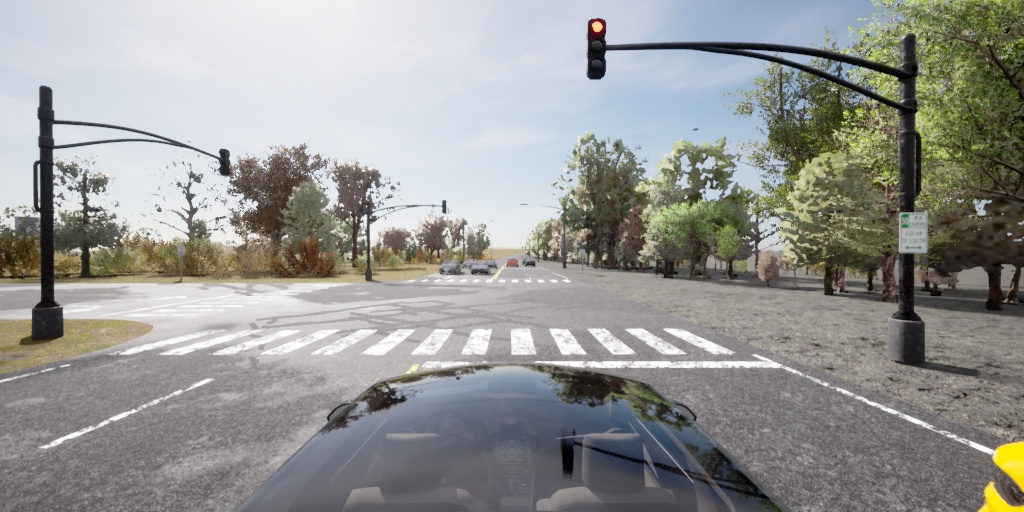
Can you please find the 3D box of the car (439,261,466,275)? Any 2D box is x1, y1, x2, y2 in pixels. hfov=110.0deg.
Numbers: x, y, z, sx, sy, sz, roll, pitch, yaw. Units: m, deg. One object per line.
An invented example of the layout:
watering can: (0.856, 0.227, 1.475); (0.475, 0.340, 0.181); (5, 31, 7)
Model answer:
car: (-6.584, 1.240, 38.561); (2.128, 1.511, 4.902); (0, 0, 0)

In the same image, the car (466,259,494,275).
car: (-3.337, 1.296, 38.571); (2.033, 1.411, 5.357); (0, 0, 0)

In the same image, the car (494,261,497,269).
car: (-3.317, 1.313, 55.805); (1.994, 1.385, 4.181); (0, 0, 0)

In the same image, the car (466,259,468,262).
car: (-6.566, 1.241, 55.980); (2.128, 1.511, 4.902); (0, 0, 0)
